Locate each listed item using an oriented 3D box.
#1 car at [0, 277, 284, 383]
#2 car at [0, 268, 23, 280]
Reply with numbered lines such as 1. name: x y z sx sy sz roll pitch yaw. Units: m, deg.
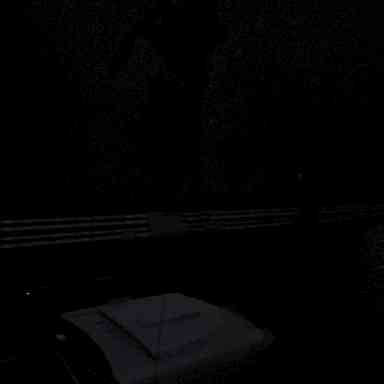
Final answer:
1. car: -1.421 1.600 2.718 4.718 1.301 1.895 0 0 -35
2. car: -5.084 1.545 4.412 5.357 1.411 2.033 0 0 -36
